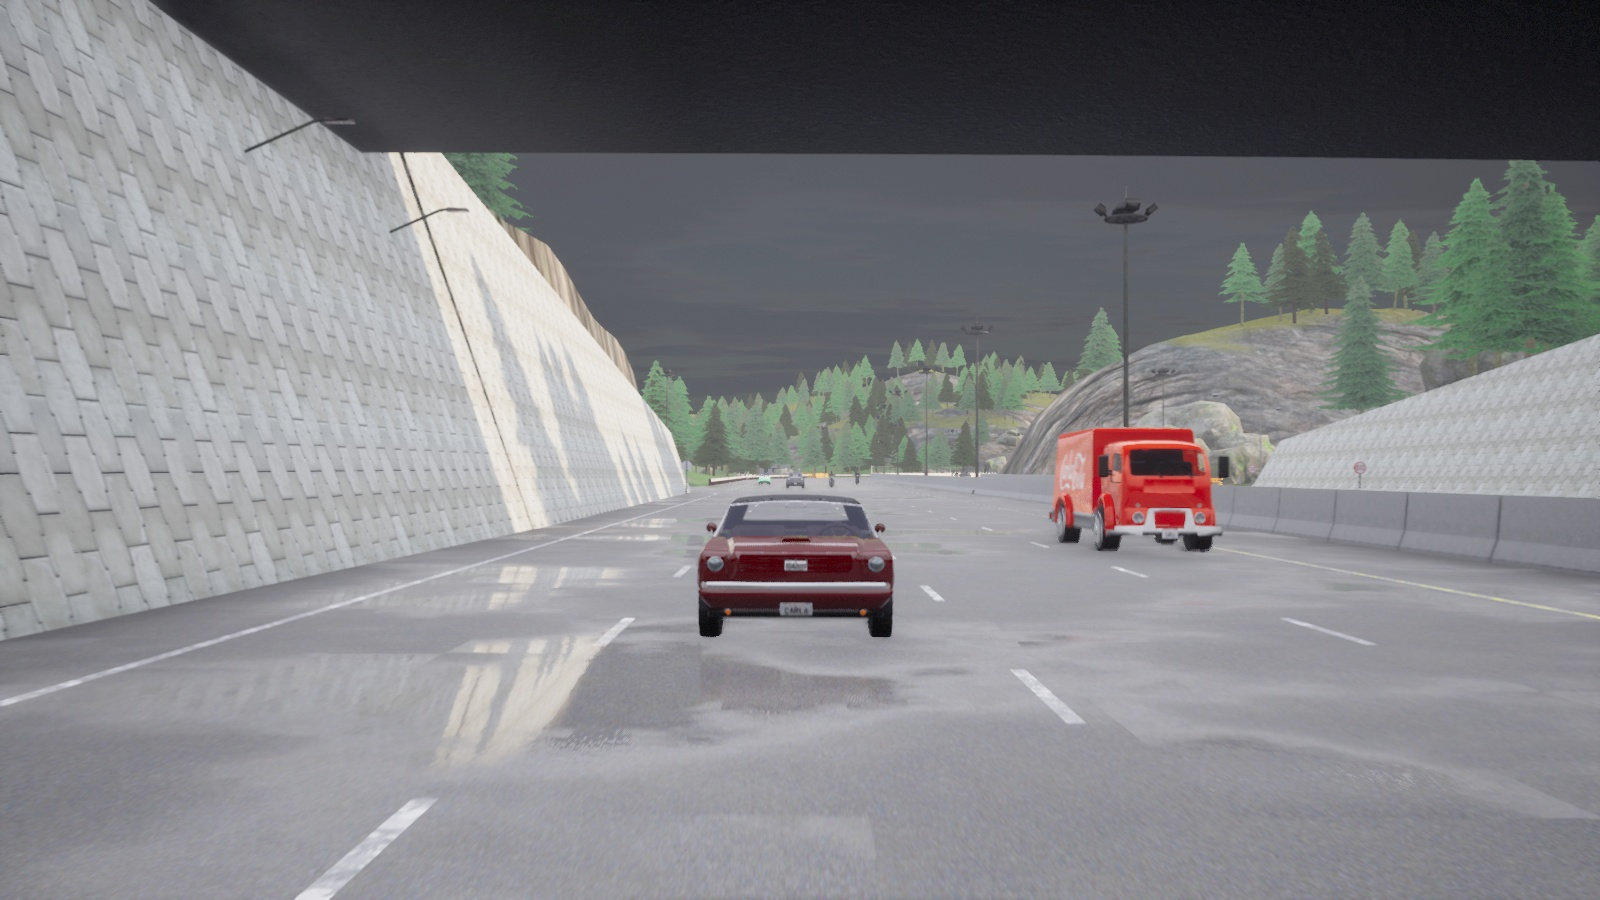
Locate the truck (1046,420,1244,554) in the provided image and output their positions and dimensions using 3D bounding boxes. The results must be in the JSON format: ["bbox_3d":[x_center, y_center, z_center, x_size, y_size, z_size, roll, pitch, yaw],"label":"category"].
[{"bbox_3d":[6.917,0.734,25.920,2.627,2.467,5.204,0,-1,0],"label":"truck"}]

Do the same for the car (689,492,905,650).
[{"bbox_3d":[-0.036,1.139,13.368,1.895,1.301,4.718,0,-1,0],"label":"car"}]
